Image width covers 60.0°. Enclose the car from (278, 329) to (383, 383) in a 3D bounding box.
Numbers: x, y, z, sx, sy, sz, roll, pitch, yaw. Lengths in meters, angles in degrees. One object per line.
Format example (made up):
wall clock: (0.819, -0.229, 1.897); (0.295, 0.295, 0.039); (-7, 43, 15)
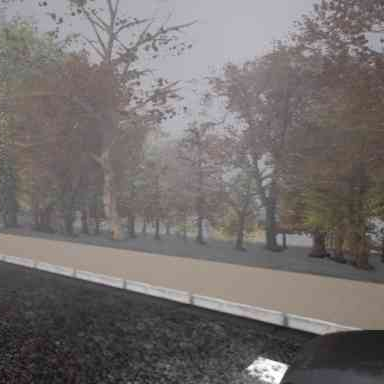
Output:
car: (2.532, 1.555, 1.876); (4.181, 1.385, 1.994); (-1, 0, 36)
